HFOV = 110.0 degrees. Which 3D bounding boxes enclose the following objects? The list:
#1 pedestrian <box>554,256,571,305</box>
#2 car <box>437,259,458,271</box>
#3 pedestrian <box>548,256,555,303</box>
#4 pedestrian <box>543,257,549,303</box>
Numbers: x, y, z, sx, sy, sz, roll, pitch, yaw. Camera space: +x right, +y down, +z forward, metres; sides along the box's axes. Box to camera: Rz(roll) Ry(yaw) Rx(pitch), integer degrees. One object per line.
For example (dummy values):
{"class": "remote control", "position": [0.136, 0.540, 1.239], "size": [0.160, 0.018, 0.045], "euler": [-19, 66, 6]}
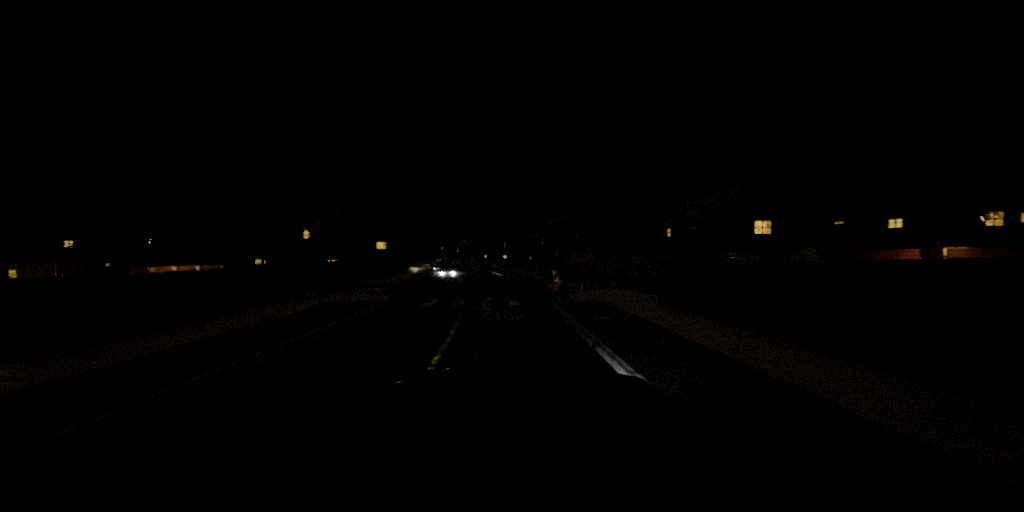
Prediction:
{"class": "pedestrian", "position": [1.880, 0.862, 13.160], "size": [0.375, 1.860, 0.375], "euler": [-1, 1, -3]}
{"class": "car", "position": [-9.085, 1.429, 50.449], "size": [1.895, 1.301, 4.718], "euler": [0, 0, -14]}
{"class": "pedestrian", "position": [1.734, 0.861, 13.846], "size": [0.375, 1.860, 0.375], "euler": [-1, 1, -3]}
{"class": "pedestrian", "position": [1.577, 0.858, 14.485], "size": [0.375, 1.860, 0.375], "euler": [-1, 1, -3]}
